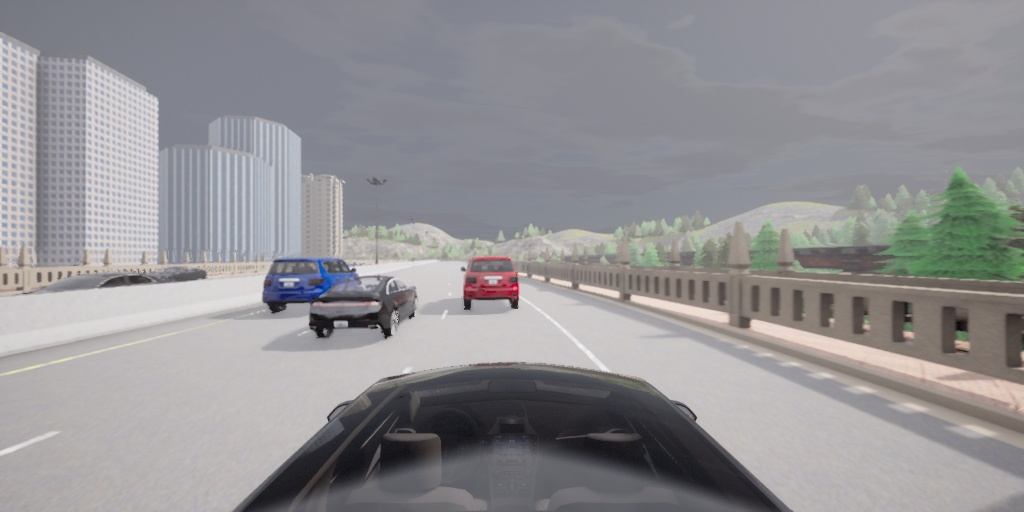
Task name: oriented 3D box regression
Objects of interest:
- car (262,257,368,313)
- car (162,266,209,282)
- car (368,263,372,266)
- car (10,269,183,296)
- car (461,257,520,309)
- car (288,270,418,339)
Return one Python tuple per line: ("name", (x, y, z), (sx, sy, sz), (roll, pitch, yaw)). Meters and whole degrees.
("car", (-7.961, 1.083, 14.889), (2.150, 2.045, 5.566), (0, 0, -8))
("car", (-24.113, 1.489, 25.661), (2.128, 1.511, 4.902), (0, 0, -10))
("car", (-21.925, 1.743, 53.415), (1.895, 1.301, 4.718), (0, 0, -10))
("car", (-14.957, 1.389, 12.984), (1.837, 1.490, 4.892), (0, 0, -8))
("car", (-1.023, 1.054, 15.631), (2.150, 2.045, 5.566), (0, 0, -7))
("car", (-3.960, 1.309, 10.339), (2.128, 1.511, 4.902), (0, 0, -4))
